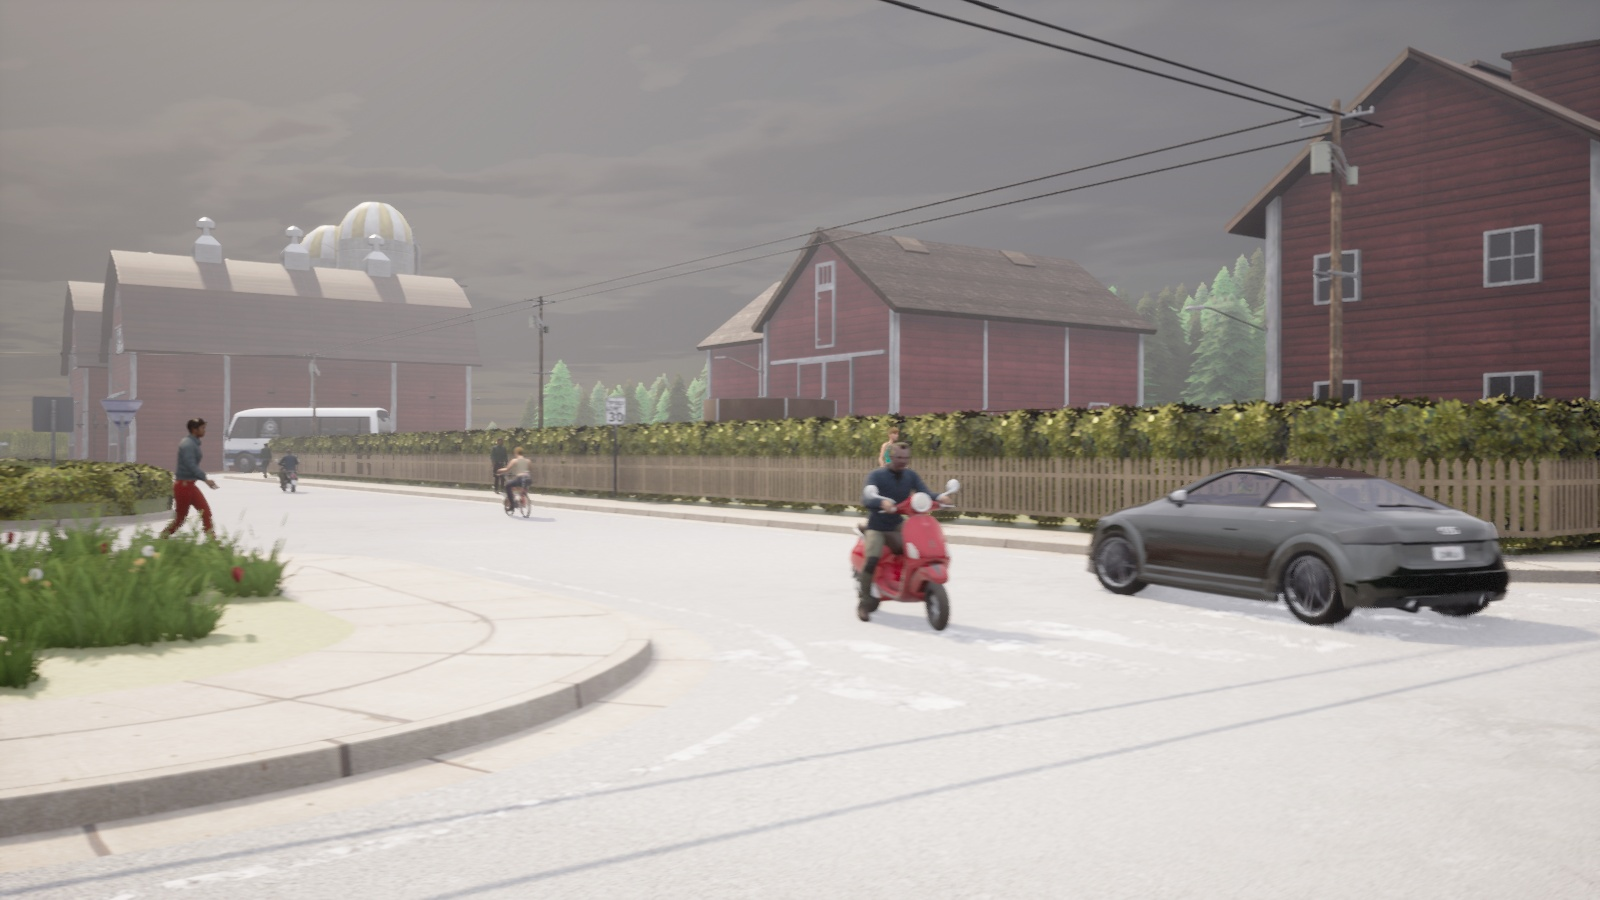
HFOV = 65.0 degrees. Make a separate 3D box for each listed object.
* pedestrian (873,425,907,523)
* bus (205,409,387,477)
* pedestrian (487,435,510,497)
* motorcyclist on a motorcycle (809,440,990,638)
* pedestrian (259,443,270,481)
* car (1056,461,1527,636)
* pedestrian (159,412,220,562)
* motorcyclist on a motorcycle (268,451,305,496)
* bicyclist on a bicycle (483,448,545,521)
[{"bbox_3d":[1.707,0.445,23.852,0.345,1.836,0.594,0,0,-34],"label":"pedestrian"},{"bbox_3d":[-32.810,-0.481,82.174,10.273,4.253,3.944,0,0,-2],"label":"bus"},{"bbox_3d":[-9.507,0.508,39.603,0.423,1.949,0.788,0,0,-35],"label":"pedestrian"},{"bbox_3d":[0.831,0.719,11.099,0.866,1.590,1.817,0,0,-22],"label":"motorcyclist on a motorcycle"},{"bbox_3d":[-26.604,0.600,62.375,0.353,1.847,0.614,0,0,-36],"label":"pedestrian"},{"bbox_3d":[4.600,0.822,12.489,1.994,1.385,4.181,0,0,-23],"label":"car"},{"bbox_3d":[-7.613,0.453,15.663,0.614,1.847,0.353,0,0,-11],"label":"pedestrian"},{"bbox_3d":[-18.862,0.844,46.100,0.866,1.590,1.817,0,0,-35],"label":"motorcyclist on a motorcycle"},{"bbox_3d":[-6.523,0.758,28.558,0.866,1.612,1.509,0,0,-35],"label":"bicyclist on a bicycle"}]
